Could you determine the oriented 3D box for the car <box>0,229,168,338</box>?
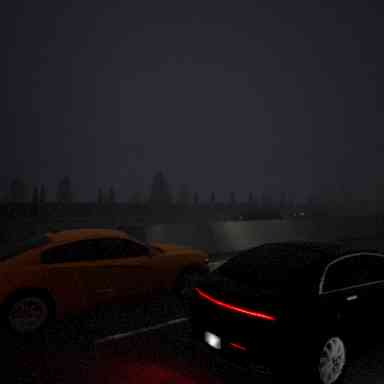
[{"bbox_3d":[-1.880,1.489,6.702,5.008,1.535,1.882,1,0,-35],"label":"car"}]

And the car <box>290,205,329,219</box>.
[{"bbox_3d":[12.109,2.068,34.090,4.892,1.490,1.837,1,-1,-35],"label":"car"}]

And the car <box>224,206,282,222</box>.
[{"bbox_3d":[4.540,1.809,24.405,4.902,1.511,2.128,1,-1,-35],"label":"car"}]

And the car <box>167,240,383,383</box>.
[{"bbox_3d":[2.217,1.550,5.322,4.892,1.490,1.837,2,-1,-35],"label":"car"}]

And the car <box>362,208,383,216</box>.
[{"bbox_3d":[16.624,2.122,28.711,5.357,1.411,2.033,1,-1,-35],"label":"car"}]
